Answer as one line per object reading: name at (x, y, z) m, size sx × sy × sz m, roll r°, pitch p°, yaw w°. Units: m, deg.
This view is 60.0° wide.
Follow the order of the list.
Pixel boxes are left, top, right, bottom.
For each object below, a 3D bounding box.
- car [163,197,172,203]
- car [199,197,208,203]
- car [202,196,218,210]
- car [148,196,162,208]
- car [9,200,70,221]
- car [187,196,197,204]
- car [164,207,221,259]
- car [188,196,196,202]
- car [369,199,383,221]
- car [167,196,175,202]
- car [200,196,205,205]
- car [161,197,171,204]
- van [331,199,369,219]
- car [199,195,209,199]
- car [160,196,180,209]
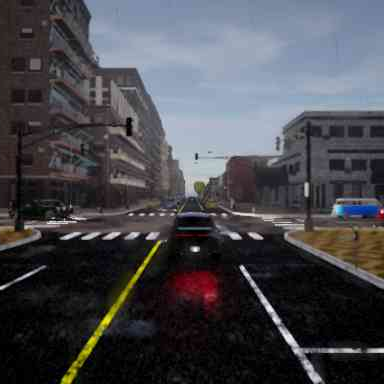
car at (-5.685, 1.822, 78.881) m, size 1.752 × 1.417 × 4.829 m, roll 0°, pitch 0°, yaw 0°
car at (2.695, 1.848, 79.051) m, size 2.008 × 1.369 × 4.403 m, roll 0°, pitch 0°, yaw 0°
car at (2.695, 1.681, 45.987) m, size 1.752 × 1.417 × 4.829 m, roll 0°, pitch 0°, yaw 0°
car at (-5.686, 1.702, 51.185) m, size 1.752 × 1.417 × 4.829 m, roll 0°, pitch 0°, yaw 0°
car at (-12.631, 1.414, 27.520) m, size 4.553 × 1.767 × 2.097 m, roll 0°, pitch 0°, yaw 6°
car at (0.003, 1.622, 72.589) m, size 2.097 × 1.767 × 4.553 m, roll 0°, pitch 0°, yaw 0°
car at (0.005, 1.543, 12.800) m, size 1.837 × 1.490 × 4.892 m, roll 0°, pitch 0°, yaw -2°
car at (0.004, 1.681, 82.626) m, size 1.882 × 1.535 × 5.008 m, roll 0°, pitch 0°, yaw 0°
car at (14.923, 1.415, 21.922) m, size 5.009 × 1.841 × 2.192 m, roll 0°, pitch -1°, yaw 0°
car at (-5.685, 1.896, 90.130) m, size 1.887 × 1.381 × 4.507 m, roll 0°, pitch 0°, yaw 0°
car at (2.695, 1.781, 56.895) m, size 1.802 × 1.307 × 4.206 m, roll 0°, pitch 0°, yaw 0°
car at (-5.686, 1.822, 73.512) m, size 2.008 × 1.369 × 4.403 m, roll 0°, pitch 0°, yaw 0°
van at (14.901, 1.504, 30.301) m, size 3.998 × 1.788 × 1.690 m, roll 0°, pitch -1°, yaw 0°
car at (2.696, 1.538, 62.435) m, size 2.192 × 1.841 × 5.009 m, roll 0°, pitch 0°, yaw 0°
car at (-3.079, 1.688, 47.629) m, size 1.812 × 1.442 × 4.674 m, roll 0°, pitch 0°, yaw 0°
